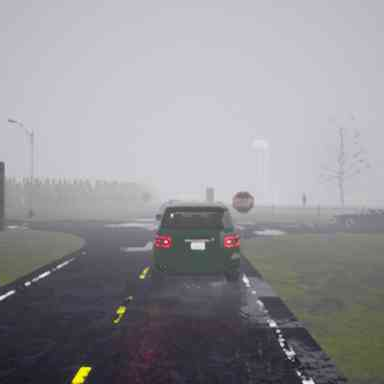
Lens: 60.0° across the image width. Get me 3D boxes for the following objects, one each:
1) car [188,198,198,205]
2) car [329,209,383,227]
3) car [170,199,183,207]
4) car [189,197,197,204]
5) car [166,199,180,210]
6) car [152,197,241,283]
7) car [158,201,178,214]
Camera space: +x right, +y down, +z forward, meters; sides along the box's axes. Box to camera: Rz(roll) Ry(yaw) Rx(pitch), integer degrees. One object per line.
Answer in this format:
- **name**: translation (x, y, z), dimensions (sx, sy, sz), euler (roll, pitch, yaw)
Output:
- **car**: translation (0.257, 1.998, 69.810), dimensions (2.033, 1.411, 5.357), euler (0, 0, 0)
- **car**: translation (12.942, 1.931, 25.027), dimensions (4.718, 1.301, 1.895), euler (1, 0, 0)
- **car**: translation (-2.690, 1.923, 59.618), dimensions (2.033, 1.411, 5.357), euler (0, 0, 0)
- **car**: translation (0.176, 2.055, 80.259), dimensions (1.812, 1.442, 4.674), euler (0, 0, 0)
- **car**: translation (-2.731, 1.828, 49.120), dimensions (1.812, 1.442, 4.674), euler (0, 0, 1)
- **car**: translation (0.062, 1.280, 10.005), dimensions (2.150, 2.045, 5.566), euler (0, 0, -1)
- **car**: translation (-2.747, 1.799, 39.151), dimensions (1.994, 1.385, 4.181), euler (0, 0, 0)
